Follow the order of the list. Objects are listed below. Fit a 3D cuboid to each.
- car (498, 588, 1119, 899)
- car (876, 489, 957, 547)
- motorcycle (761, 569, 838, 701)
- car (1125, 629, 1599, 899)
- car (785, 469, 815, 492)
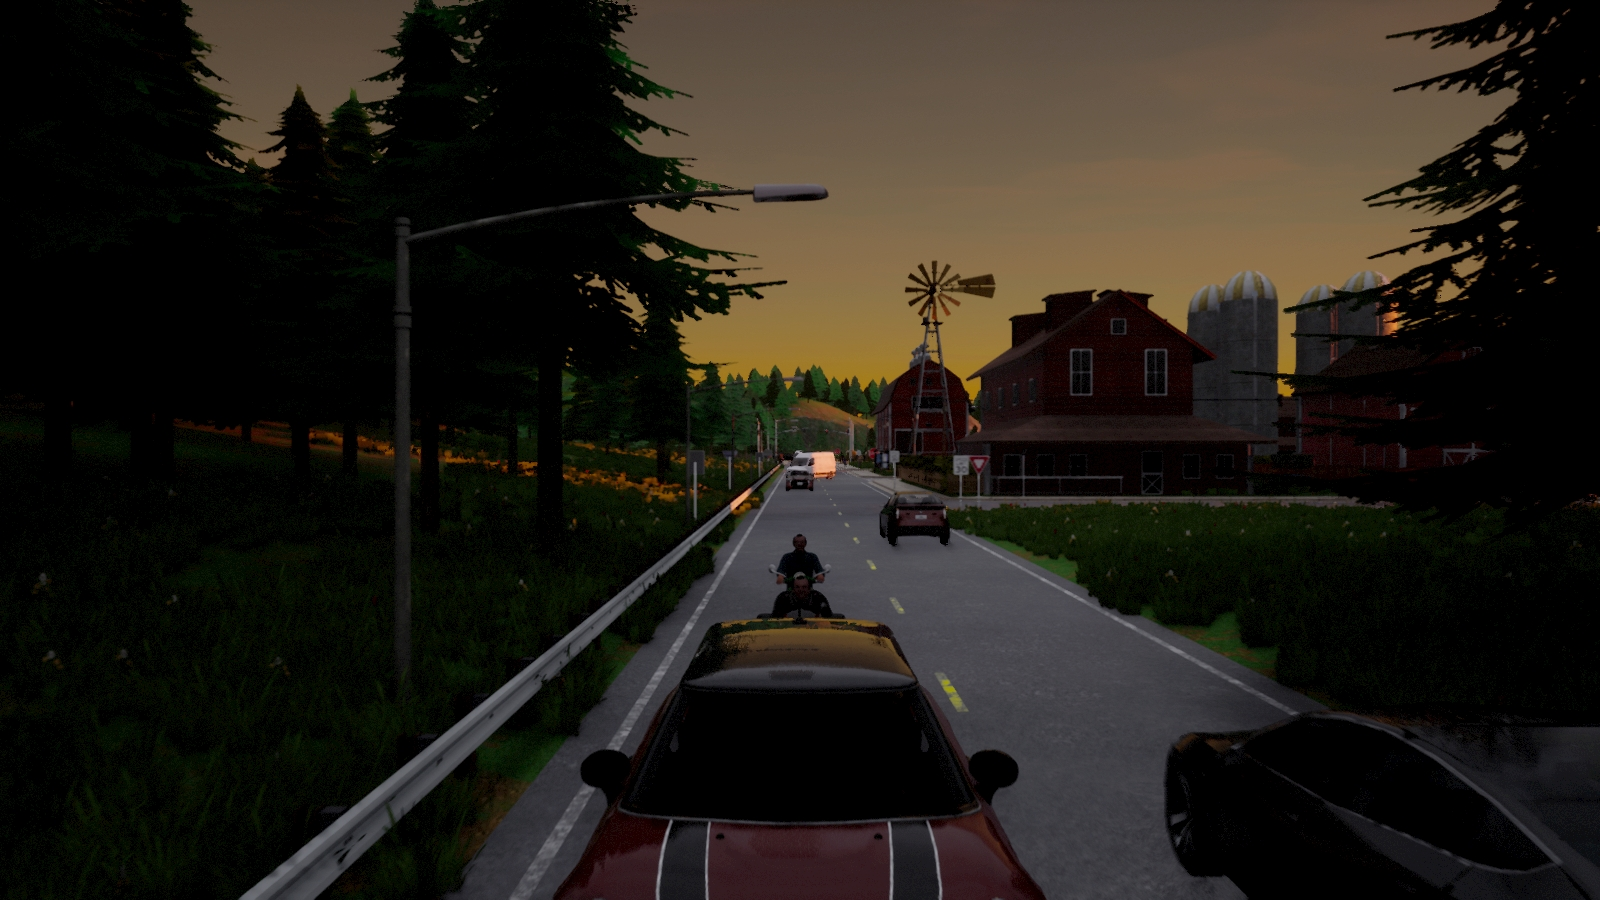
[{"bbox_3d":[0.029,1.902,6.136,2.097,1.767,4.553,0,0,0],"label":"car"},{"bbox_3d":[3.488,2.025,35.051,2.007,1.525,4.514,0,0,0],"label":"car"},{"bbox_3d":[-0.004,2.199,13.971,0.867,1.251,2.209,0,0,0],"label":"motorcycle"},{"bbox_3d":[3.473,2.060,5.982,2.163,1.488,4.792,0,0,0],"label":"car"},{"bbox_3d":[-0.022,2.034,77.210,1.970,1.475,3.806,0,0,0],"label":"car"}]
